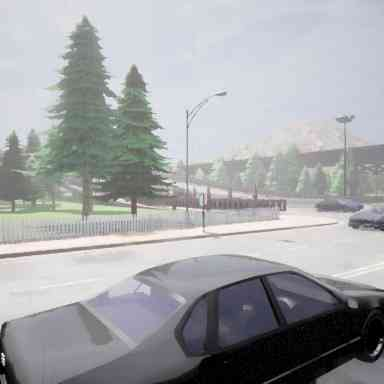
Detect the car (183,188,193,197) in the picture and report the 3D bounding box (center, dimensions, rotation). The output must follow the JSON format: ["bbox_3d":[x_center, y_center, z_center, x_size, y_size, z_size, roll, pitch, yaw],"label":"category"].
[{"bbox_3d":[-1.334,0.073,64.786,2.097,1.767,4.553,0,6,-36],"label":"car"}]

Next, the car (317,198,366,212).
[{"bbox_3d":[17.698,1.474,39.560,1.882,1.535,5.008,0,0,-37],"label":"car"}]

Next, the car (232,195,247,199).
[{"bbox_3d":[6.692,1.381,48.254,1.882,1.535,5.008,0,2,-37],"label":"car"}]

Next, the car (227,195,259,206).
[{"bbox_3d":[7.963,1.311,52.373,2.128,1.511,4.902,0,2,-37],"label":"car"}]

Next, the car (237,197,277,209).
[{"bbox_3d":[8.104,1.592,40.609,1.895,1.301,4.718,0,0,-37],"label":"car"}]

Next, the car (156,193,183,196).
[{"bbox_3d":[-4.247,0.639,56.952,2.128,1.511,4.902,0,5,-37],"label":"car"}]

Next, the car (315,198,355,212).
[{"bbox_3d":[15.759,1.525,36.324,1.812,1.442,4.674,0,0,-37],"label":"car"}]

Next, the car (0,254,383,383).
[{"bbox_3d":[0.551,1.547,4.139,5.357,1.411,2.033,0,0,-35],"label":"car"}]

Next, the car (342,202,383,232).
[{"bbox_3d":[11.739,1.547,20.369,5.357,1.411,2.033,0,0,-36],"label":"car"}]
